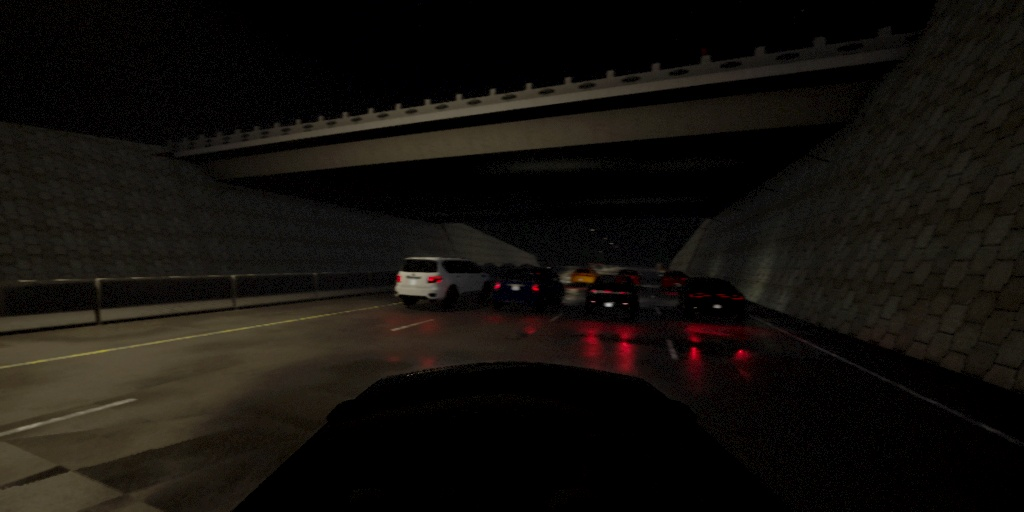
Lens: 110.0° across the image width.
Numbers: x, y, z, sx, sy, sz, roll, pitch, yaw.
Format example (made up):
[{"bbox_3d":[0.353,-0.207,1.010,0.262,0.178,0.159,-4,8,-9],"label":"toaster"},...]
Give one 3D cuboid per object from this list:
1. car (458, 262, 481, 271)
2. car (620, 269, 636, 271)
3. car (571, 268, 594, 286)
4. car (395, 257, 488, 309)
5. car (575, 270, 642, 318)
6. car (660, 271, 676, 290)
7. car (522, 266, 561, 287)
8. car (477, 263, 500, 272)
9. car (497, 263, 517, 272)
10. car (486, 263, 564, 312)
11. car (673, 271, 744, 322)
[{"bbox_3d":[-7.629,1.839,64.706,1.882,1.535,5.008,1,-1,20],"label":"car"},{"bbox_3d":[9.673,1.861,29.906,1.882,1.535,5.008,1,0,20],"label":"car"},{"bbox_3d":[6.381,1.786,31.090,1.882,1.535,5.008,1,0,20],"label":"car"},{"bbox_3d":[-2.787,1.082,15.979,2.150,2.045,5.566,1,-1,20],"label":"car"},{"bbox_3d":[4.190,1.526,14.680,2.128,1.511,4.902,1,-1,20],"label":"car"},{"bbox_3d":[12.970,1.936,28.731,1.882,1.535,5.008,1,0,20],"label":"car"},{"bbox_3d":[2.678,1.699,31.163,2.128,1.511,4.902,1,-1,20],"label":"car"},{"bbox_3d":[-4.111,1.998,64.128,2.033,1.411,5.357,1,-1,20],"label":"car"},{"bbox_3d":[-0.779,2.006,63.097,1.882,1.535,5.008,1,-1,20],"label":"car"},{"bbox_3d":[0.871,1.309,15.784,2.097,1.767,4.553,1,-1,20],"label":"car"},{"bbox_3d":[7.891,1.612,14.600,1.882,1.535,5.008,1,0,20],"label":"car"}]
